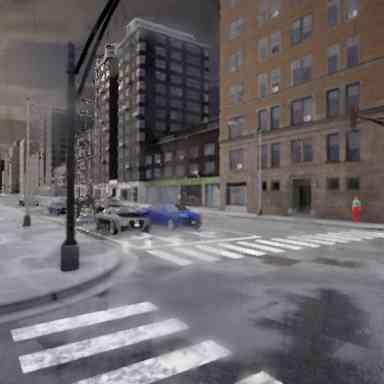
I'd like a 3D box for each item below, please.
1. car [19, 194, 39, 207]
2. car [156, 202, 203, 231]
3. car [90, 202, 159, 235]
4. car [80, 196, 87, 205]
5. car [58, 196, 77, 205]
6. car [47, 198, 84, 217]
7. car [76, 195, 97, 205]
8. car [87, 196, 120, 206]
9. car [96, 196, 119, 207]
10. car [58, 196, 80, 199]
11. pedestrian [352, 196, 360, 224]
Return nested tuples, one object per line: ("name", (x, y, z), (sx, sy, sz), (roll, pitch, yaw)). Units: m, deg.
("car", (-23.013, 1.109, 46.972), (2.097, 1.767, 4.553), (0, 0, -34))
("car", (-1.300, 1.381, 20.185), (1.882, 1.535, 5.008), (0, 0, -34))
("car", (-3.832, 1.446, 18.118), (1.994, 1.385, 4.181), (0, 0, -34))
("car", (-15.042, 1.322, 46.835), (1.837, 1.490, 4.892), (0, 0, -33))
("car", (-20.857, 1.373, 55.434), (1.895, 1.301, 4.718), (0, 0, -34))
("car", (-11.370, 1.437, 29.390), (1.895, 1.301, 4.718), (0, 0, -34))
("car", (-18.139, 1.341, 57.216), (2.033, 1.411, 5.357), (0, 0, -34))
("car", (-7.092, 1.360, 28.840), (2.128, 1.511, 4.902), (0, 0, -34))
("car", (-12.508, 1.363, 48.874), (1.812, 1.442, 4.674), (0, 0, -33))
("car", (-16.332, 1.312, 42.715), (1.837, 1.490, 4.892), (0, -1, -33))
("pedestrian", (10.721, 1.134, 21.749), (0.375, 1.860, 0.375), (1, -1, -34))
